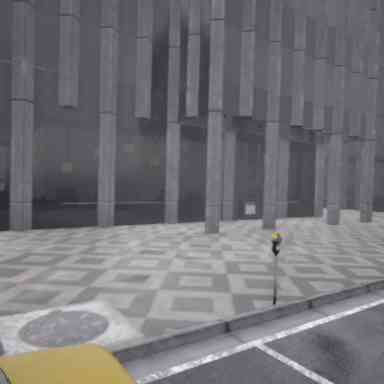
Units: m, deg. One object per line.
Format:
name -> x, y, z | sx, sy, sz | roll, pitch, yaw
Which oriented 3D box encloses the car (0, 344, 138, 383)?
car -> -2.366, 1.415, 1.165 | 4.829, 1.417, 1.752 | 1, 1, -33
